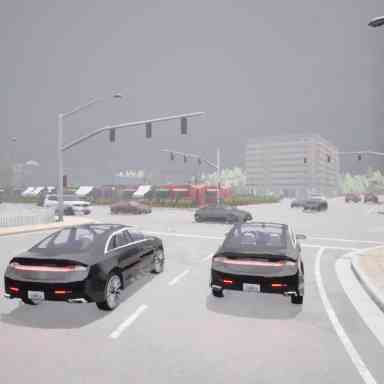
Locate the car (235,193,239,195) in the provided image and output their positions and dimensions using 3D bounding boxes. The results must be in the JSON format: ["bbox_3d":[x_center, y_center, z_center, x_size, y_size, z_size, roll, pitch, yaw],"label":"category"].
[{"bbox_3d":[11.184,1.209,88.562,4.605,1.855,1.932,0,0,32],"label":"car"}]

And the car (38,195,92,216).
[{"bbox_3d":[-12.441,1.277,33.163,5.566,2.045,2.150,0,0,32],"label":"car"}]

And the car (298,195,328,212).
[{"bbox_3d":[14.333,1.492,38.506,2.128,1.511,4.902,0,0,34],"label":"car"}]

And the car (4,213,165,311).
[{"bbox_3d":[-2.071,1.492,7.862,2.128,1.511,4.902,0,0,12],"label":"car"}]

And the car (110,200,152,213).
[{"bbox_3d":[-6.222,1.581,33.497,4.674,1.442,1.812,0,0,30],"label":"car"}]

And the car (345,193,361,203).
[{"bbox_3d":[33.850,1.225,70.453,2.150,2.045,5.566,0,0,31],"label":"car"}]

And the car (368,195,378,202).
[{"bbox_3d":[42.163,1.524,77.348,1.812,1.442,4.674,0,0,31],"label":"car"}]

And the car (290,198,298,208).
[{"bbox_3d":[15.485,1.547,47.290,2.033,1.411,5.357,0,0,31],"label":"car"}]

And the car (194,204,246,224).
[{"bbox_3d":[2.207,1.597,24.074,4.181,1.385,1.994,0,0,32],"label":"car"}]

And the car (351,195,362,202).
[{"bbox_3d":[39.394,1.540,79.528,2.033,1.411,5.357,0,0,31],"label":"car"}]

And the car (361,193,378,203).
[{"bbox_3d":[36.645,1.225,68.314,2.150,2.045,5.566,0,0,31],"label":"car"}]

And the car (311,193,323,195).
[{"bbox_3d":[21.106,1.221,56.454,2.150,2.045,5.566,0,0,31],"label":"car"}]

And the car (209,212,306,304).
[{"bbox_3d":[1.746,1.492,8.255,2.128,1.511,4.902,0,0,16],"label":"car"}]
